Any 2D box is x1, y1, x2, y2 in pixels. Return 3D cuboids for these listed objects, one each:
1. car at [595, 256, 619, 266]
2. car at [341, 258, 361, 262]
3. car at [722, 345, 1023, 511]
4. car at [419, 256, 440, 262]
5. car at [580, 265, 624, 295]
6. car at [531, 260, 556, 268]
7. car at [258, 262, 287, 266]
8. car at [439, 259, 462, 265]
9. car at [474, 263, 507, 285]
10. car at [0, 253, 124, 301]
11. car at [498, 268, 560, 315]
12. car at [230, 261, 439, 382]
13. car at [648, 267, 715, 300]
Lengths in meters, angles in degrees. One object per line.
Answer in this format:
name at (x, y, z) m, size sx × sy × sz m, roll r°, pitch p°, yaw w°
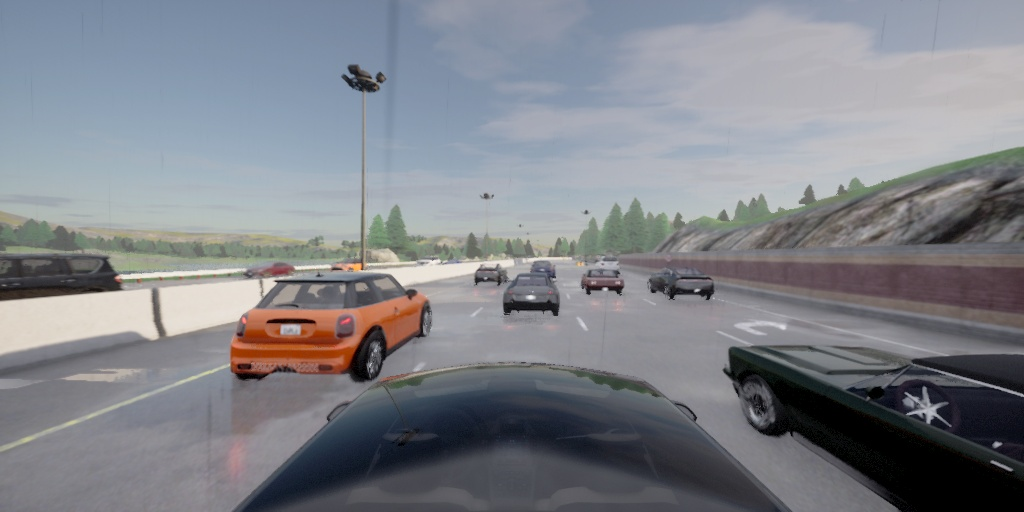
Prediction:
car at (10.933, 1.054, 41.334) m, size 2.150 × 2.045 × 5.566 m, roll 0°, pitch 0°, yaw 7°
car at (-17.719, 1.092, 39.020) m, size 2.097 × 1.767 × 4.553 m, roll 0°, pitch 0°, yaw 7°
car at (3.657, 1.363, 2.528) m, size 1.895 × 1.301 × 4.718 m, roll 0°, pitch 0°, yaw 0°
car at (-12.397, 0.995, 53.637) m, size 2.150 × 2.045 × 5.566 m, roll 0°, pitch 0°, yaw 7°
car at (4.958, 1.389, 20.295) m, size 1.895 × 1.301 × 4.718 m, roll 0°, pitch 0°, yaw 6°
car at (2.650, 1.146, 30.750) m, size 2.097 × 1.767 × 4.553 m, roll 0°, pitch 0°, yaw 7°
car at (-21.981, 1.244, 32.795) m, size 1.812 × 1.442 × 4.674 m, roll 0°, pitch 0°, yaw 7°
car at (-8.853, 1.291, 53.763) m, size 1.882 × 1.535 × 5.008 m, roll 0°, pitch 0°, yaw 7°
car at (-1.446, 1.266, 25.794) m, size 2.128 × 1.511 × 4.902 m, roll 0°, pitch 0°, yaw 7°
car at (-13.798, 0.938, 9.317) m, size 2.150 × 2.045 × 5.566 m, roll 0°, pitch 0°, yaw 3°
car at (0.788, 1.331, 13.742) m, size 1.994 × 1.385 × 4.181 m, roll 0°, pitch 0°, yaw 5°
car at (-3.152, 1.099, 7.354) m, size 2.097 × 1.767 × 4.553 m, roll 0°, pitch 0°, yaw 2°
car at (8.227, 1.287, 17.847) m, size 2.128 × 1.511 × 4.902 m, roll 0°, pitch 0°, yaw 6°
